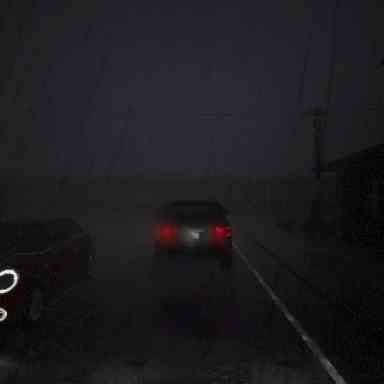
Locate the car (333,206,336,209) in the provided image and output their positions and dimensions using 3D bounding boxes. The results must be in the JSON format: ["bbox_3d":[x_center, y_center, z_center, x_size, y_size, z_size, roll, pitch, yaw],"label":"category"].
[{"bbox_3d":[15.144,1.438,29.643,5.008,1.535,1.882,0,0,1],"label":"car"}]

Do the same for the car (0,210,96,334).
[{"bbox_3d":[-3.585,1.336,6.878,2.097,1.767,4.553,0,0,0],"label":"car"}]

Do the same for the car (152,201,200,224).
[{"bbox_3d":[-1.413,1.506,26.113,2.033,1.411,5.357,0,0,-23],"label":"car"}]

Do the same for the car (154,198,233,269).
[{"bbox_3d":[0.063,1.197,11.170,2.150,2.045,5.566,0,0,0],"label":"car"}]
